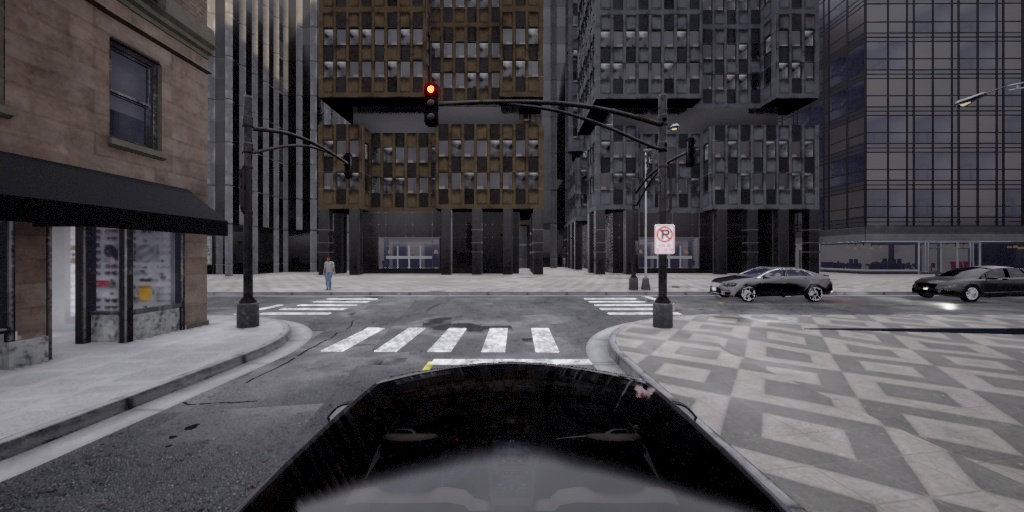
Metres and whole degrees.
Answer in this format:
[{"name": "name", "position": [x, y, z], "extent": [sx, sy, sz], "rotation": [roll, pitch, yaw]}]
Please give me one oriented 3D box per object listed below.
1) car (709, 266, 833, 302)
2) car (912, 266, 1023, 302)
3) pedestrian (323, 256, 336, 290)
[{"name": "car", "position": [11.629, 1.222, 16.274], "extent": [4.902, 1.511, 2.128], "rotation": [0, 0, 0]}, {"name": "car", "position": [21.149, 1.223, 16.211], "extent": [4.892, 1.490, 1.837], "rotation": [0, 0, 1]}, {"name": "pedestrian", "position": [-9.935, 0.902, 19.445], "extent": [0.375, 1.860, 0.375], "rotation": [0, 0, 0]}]
